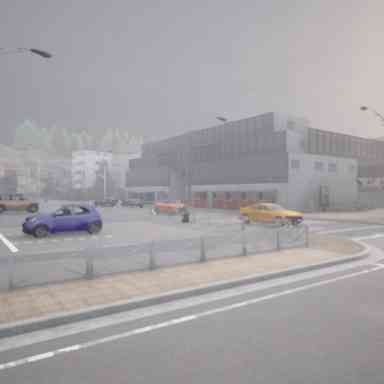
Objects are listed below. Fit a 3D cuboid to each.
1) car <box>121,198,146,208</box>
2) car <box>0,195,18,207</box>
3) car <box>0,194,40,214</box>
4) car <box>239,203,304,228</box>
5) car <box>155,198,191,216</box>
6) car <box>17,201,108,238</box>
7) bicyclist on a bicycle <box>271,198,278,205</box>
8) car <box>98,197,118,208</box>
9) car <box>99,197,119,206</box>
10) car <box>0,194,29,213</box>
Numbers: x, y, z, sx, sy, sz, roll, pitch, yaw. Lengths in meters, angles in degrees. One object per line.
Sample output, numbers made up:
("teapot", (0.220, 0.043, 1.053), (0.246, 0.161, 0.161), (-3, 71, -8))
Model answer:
("car", (-8.933, 1.643, 50.555), (2.033, 1.411, 5.357), (0, 0, -34))
("car", (-26.244, 1.174, 44.406), (5.027, 1.636, 2.152), (0, 0, -35))
("car", (-16.911, 1.120, 31.775), (4.605, 1.855, 1.932), (0, 0, -35))
("car", (5.515, 1.554, 23.521), (1.882, 1.535, 5.008), (0, 0, -35))
("car", (-1.986, 1.428, 34.249), (2.097, 1.767, 4.553), (0, 0, -35))
("car", (-6.378, 1.395, 16.464), (3.633, 1.501, 1.845), (0, 0, -35))
("bicyclist on a bicycle", (8.119, 1.415, 32.849), (1.656, 1.620, 0.582), (0, 0, -35))
("car", (-12.976, 1.678, 50.085), (1.895, 1.301, 4.718), (0, 0, -34))
("car", (-14.656, 1.600, 58.660), (1.837, 1.490, 4.892), (0, 0, -35))
("car", (-18.914, 1.097, 33.920), (3.866, 1.878, 1.905), (0, 0, -35))
